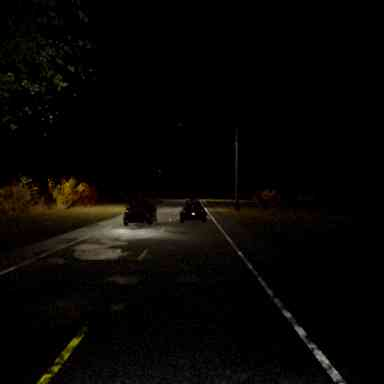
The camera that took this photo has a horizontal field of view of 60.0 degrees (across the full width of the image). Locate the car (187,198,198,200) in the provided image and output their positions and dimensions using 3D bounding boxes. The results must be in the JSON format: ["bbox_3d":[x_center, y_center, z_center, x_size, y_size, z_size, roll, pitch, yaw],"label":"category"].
[{"bbox_3d":[0.095,1.483,42.582,1.837,1.490,4.892,0,0,0],"label":"car"}]

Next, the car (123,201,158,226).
[{"bbox_3d":[-3.587,1.462,23.689,1.882,1.535,5.008,0,0,0],"label":"car"}]

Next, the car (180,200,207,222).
[{"bbox_3d":[0.097,1.547,25.981,1.994,1.385,4.181,0,0,0],"label":"car"}]
